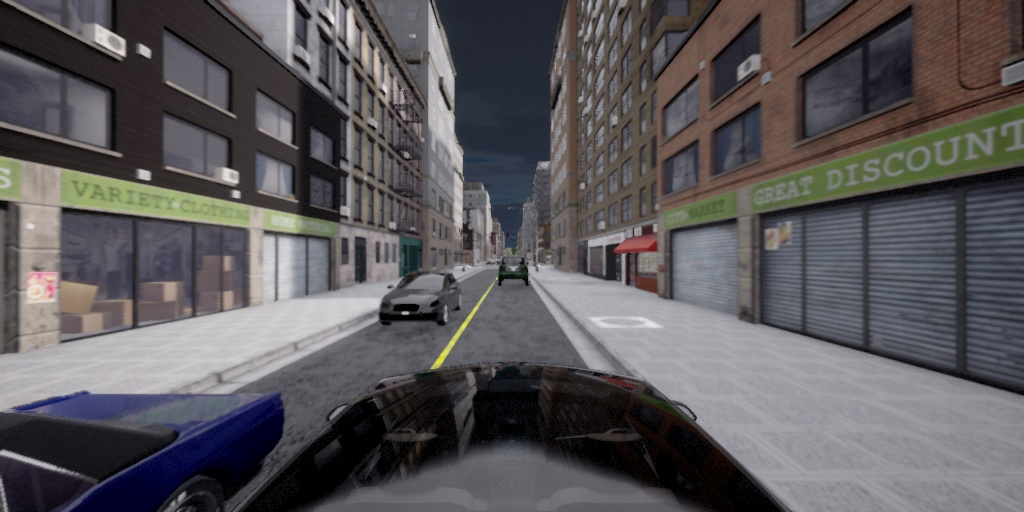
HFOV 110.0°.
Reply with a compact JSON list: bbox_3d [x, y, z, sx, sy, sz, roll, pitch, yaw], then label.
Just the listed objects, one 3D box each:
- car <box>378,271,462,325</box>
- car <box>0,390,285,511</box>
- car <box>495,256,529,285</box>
[{"bbox_3d":[-2.802,1.262,11.865,1.837,1.490,4.892,0,0,0],"label":"car"},{"bbox_3d":[-2.845,1.351,0.775,1.895,1.301,4.718,0,0,0],"label":"car"},{"bbox_3d":[0.100,0.996,26.485,2.150,2.045,5.566,0,0,0],"label":"car"}]
